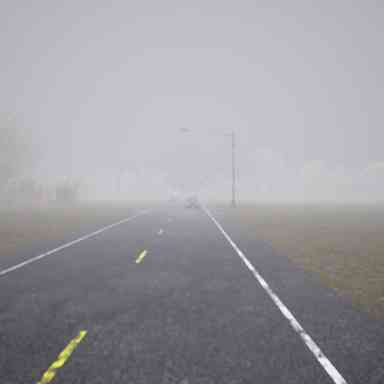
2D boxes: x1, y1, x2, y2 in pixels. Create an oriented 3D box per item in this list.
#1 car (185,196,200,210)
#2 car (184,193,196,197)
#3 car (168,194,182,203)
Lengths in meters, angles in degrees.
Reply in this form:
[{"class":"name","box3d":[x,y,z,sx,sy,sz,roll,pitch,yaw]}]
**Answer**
[{"class":"car","box3d":[0.110,1.553,42.747,1.895,1.301,4.718,0,0,0]},{"class":"car","box3d":[0.113,1.289,54.226,2.097,1.767,4.553,0,0,0]},{"class":"car","box3d":[-3.493,1.471,64.625,2.033,1.411,5.357,0,0,0]}]
